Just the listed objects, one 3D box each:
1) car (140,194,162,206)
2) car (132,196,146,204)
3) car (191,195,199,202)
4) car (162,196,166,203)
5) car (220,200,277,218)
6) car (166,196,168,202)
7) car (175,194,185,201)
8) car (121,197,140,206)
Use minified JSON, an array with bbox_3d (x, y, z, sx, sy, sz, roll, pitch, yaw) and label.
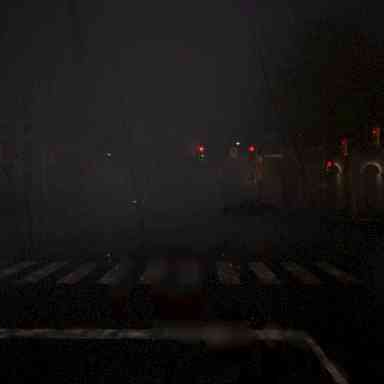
[{"bbox_3d":[-6.688,1.541,54.193,2.033,1.411,5.357,0,0,1],"label":"car"},{"bbox_3d":[-10.084,1.557,63.595,1.994,1.385,4.181,0,0,1],"label":"car"},{"bbox_3d":[0.727,1.441,78.623,2.128,1.511,4.902,0,0,1],"label":"car"},{"bbox_3d":[-6.581,1.519,63.782,1.812,1.442,4.674,0,0,1],"label":"car"},{"bbox_3d":[4.943,1.474,29.389,5.008,1.535,1.882,0,0,1],"label":"car"},{"bbox_3d":[-6.358,1.587,73.838,1.895,1.301,4.718,0,0,1],"label":"car"},{"bbox_3d":[-2.773,1.271,78.653,2.097,1.767,4.553,0,0,1],"label":"car"},{"bbox_3d":[-10.181,1.542,54.364,2.033,1.411,5.357,0,0,1],"label":"car"}]
